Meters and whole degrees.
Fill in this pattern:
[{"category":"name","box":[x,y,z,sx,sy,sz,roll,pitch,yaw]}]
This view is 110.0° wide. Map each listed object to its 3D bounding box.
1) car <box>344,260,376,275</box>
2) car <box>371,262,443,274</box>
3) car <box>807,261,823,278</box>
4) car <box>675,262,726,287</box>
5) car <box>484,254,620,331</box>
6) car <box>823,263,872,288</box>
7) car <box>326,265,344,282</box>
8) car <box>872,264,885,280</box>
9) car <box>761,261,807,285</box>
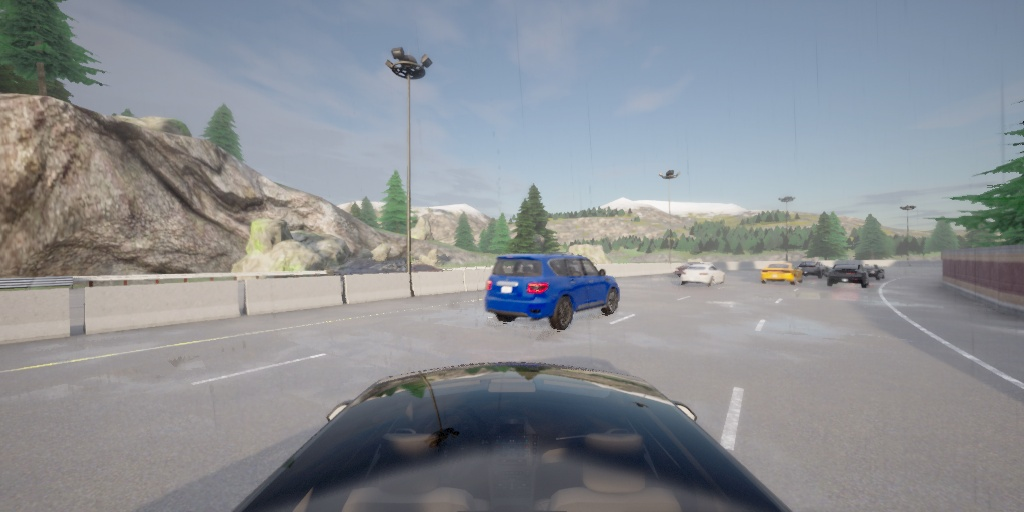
[{"category":"car","box":[-9.204,1.241,26.249,2.128,1.511,4.902,0,0,39]},{"category":"car","box":[-6.588,1.276,23.932,1.812,1.442,4.674,0,0,39]},{"category":"car","box":[27.735,1.241,33.045,4.902,1.511,2.128,0,0,-39]},{"category":"car","box":[13.224,1.275,24.753,1.812,1.442,4.674,0,0,44]},{"category":"car","box":[1.494,0.969,11.345,2.150,2.045,5.566,0,0,37]},{"category":"car","box":[22.493,1.255,23.956,4.892,1.490,1.837,0,0,-43]},{"category":"car","box":[-11.934,1.314,28.418,1.994,1.385,4.181,0,0,39]},{"category":"car","box":[30.460,1.351,30.769,4.718,1.301,1.895,0,0,-39]},{"category":"car","box":[19.774,1.228,26.201,5.008,1.535,1.882,0,0,-43]}]
